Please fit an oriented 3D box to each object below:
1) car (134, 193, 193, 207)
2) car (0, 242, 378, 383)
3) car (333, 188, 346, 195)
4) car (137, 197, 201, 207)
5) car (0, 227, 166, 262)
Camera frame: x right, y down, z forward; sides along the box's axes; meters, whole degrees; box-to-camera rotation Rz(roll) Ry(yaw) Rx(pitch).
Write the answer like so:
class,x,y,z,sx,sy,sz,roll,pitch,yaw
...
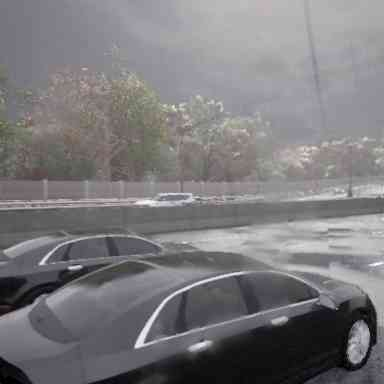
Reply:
class,x,y,z,sx,sy,sz,roll,pitch,yaw
car,-2.219,1.104,28.140,5.566,2.045,2.150,0,0,-35
car,0.335,1.484,3.984,4.892,1.490,1.837,-1,0,-35
car,37.921,-0.103,86.495,2.128,1.511,4.902,0,2,32
car,-1.186,1.384,24.592,4.902,1.511,2.128,0,0,-35
car,-1.697,1.485,6.835,4.892,1.490,1.837,-1,0,-35
